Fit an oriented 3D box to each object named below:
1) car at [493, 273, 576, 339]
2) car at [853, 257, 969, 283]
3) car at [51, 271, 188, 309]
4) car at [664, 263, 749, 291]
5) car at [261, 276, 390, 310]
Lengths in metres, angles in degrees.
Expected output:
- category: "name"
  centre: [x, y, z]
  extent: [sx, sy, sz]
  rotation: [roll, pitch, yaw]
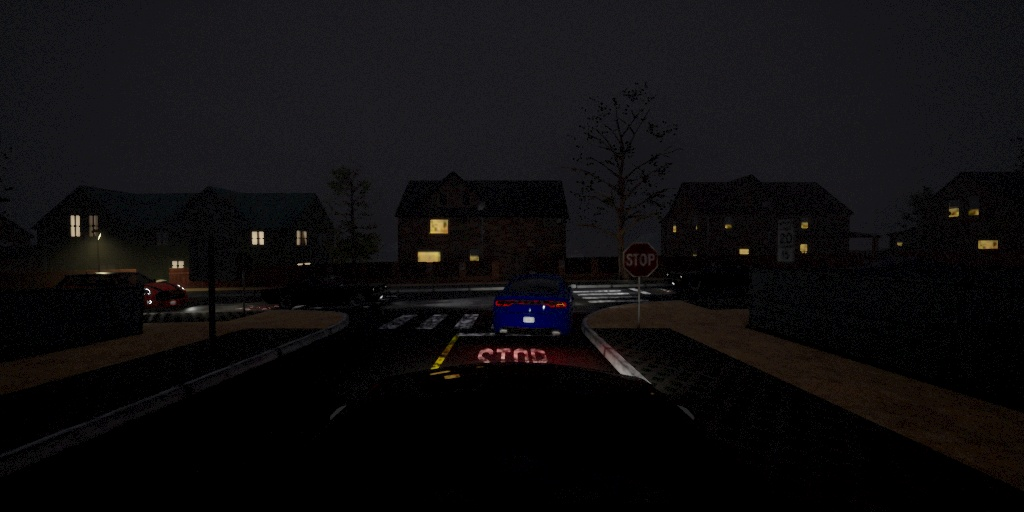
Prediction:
- category: "car"
  centre: [0.785, 1.226, 10.182]
  extent: [1.882, 1.535, 5.008]
  rotation: [0, 0, 10]
- category: "car"
  centre: [20.053, 0.753, 18.357]
  extent: [5.357, 1.411, 2.033]
  rotation: [-1, 1, 0]
- category: "car"
  centre: [-16.801, 1.471, 15.379]
  extent: [4.553, 1.767, 2.097]
  rotation: [-1, 1, 0]
- category: "car"
  centre: [10.408, 1.034, 18.319]
  extent: [4.718, 1.301, 1.895]
  rotation: [-1, 1, -1]
- category: "car"
  centre: [-7.814, 1.506, 15.388]
  extent: [4.718, 1.301, 1.895]
  rotation: [-1, 1, 0]
